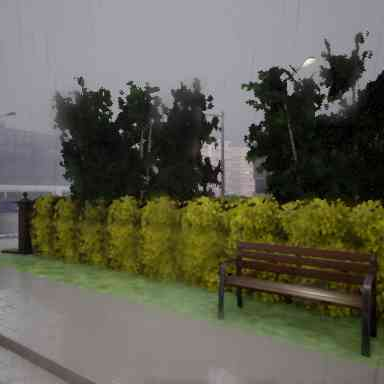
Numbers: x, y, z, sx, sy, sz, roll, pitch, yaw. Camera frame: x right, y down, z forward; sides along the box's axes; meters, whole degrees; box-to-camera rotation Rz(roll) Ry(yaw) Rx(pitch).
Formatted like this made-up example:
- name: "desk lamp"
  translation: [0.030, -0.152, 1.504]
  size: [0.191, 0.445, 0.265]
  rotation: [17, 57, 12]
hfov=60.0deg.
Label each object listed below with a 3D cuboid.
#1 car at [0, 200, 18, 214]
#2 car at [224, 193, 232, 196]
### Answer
- name: "car"
  translation: [-18.328, 1.525, 32.616]
  size: [1.812, 1.442, 4.674]
  rotation: [0, 1, 35]
- name: "car"
  translation: [7.131, 0.832, 68.697]
  size: [1.895, 1.301, 4.718]
  rotation: [0, 1, 35]
